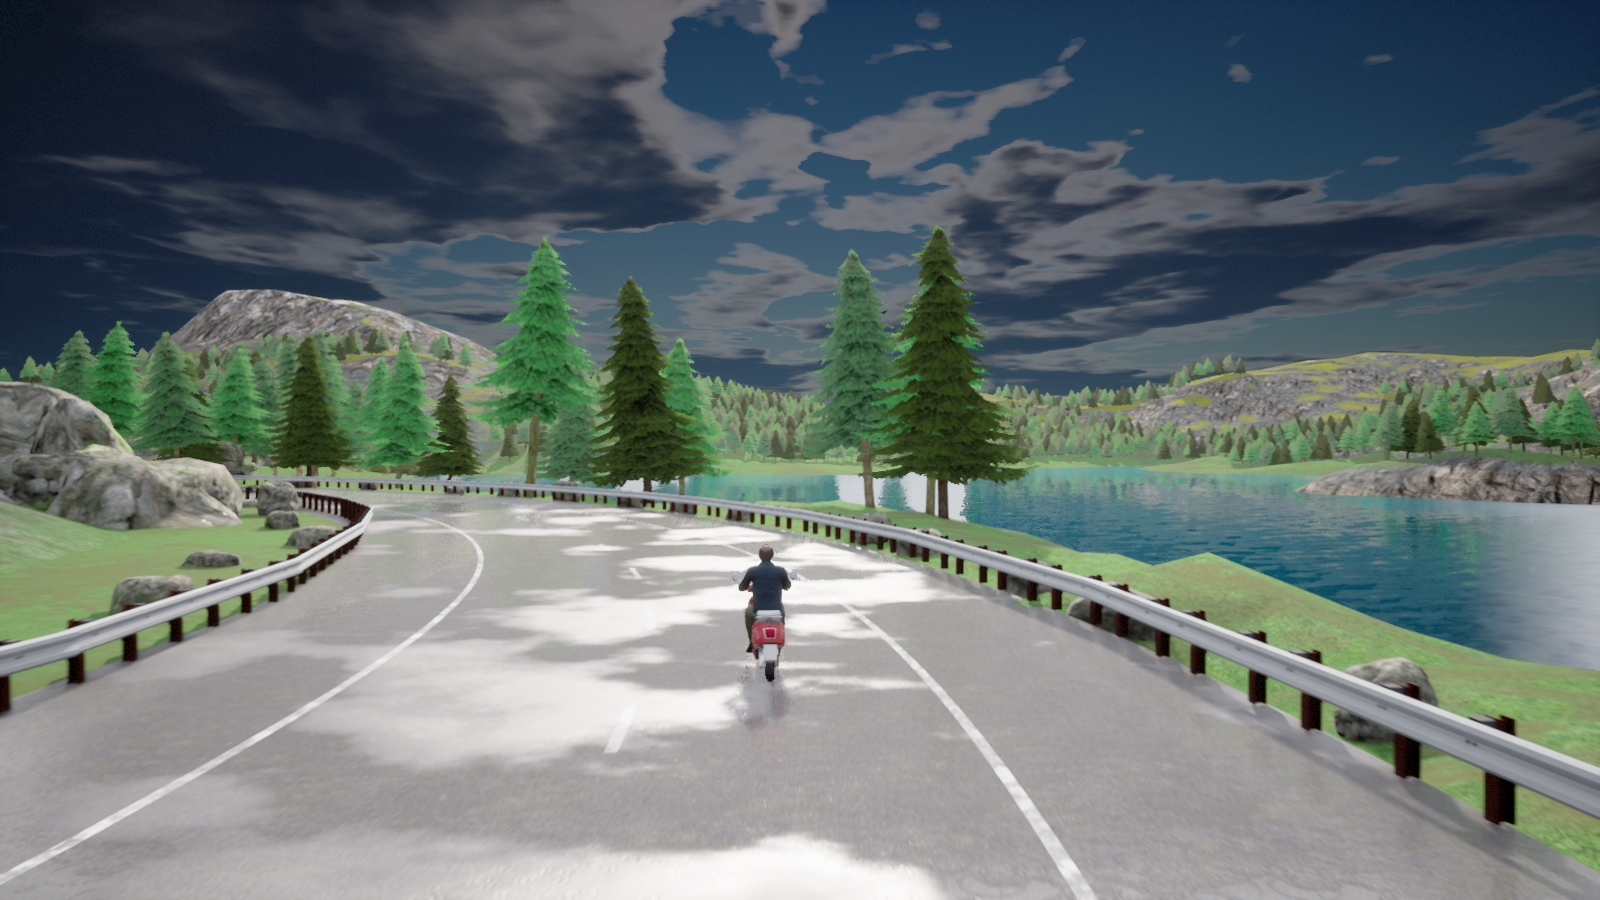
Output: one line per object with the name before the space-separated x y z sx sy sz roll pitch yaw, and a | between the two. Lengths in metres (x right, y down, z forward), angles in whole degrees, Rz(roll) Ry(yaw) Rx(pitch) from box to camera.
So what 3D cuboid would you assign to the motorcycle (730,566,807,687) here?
motorcycle | -0.427 2.182 14.435 0.856 1.236 1.805 0 0 -5
